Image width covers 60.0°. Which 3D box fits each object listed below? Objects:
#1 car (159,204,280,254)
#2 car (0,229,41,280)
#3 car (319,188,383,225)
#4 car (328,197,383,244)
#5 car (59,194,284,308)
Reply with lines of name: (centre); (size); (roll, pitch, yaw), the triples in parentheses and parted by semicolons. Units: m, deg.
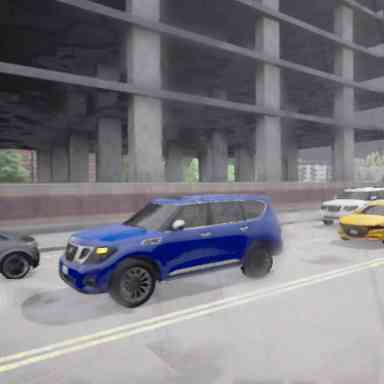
car: (1.190, 1.319, 13.250); (4.674, 1.442, 1.812); (-1, 1, -34)
car: (-6.078, 1.540, 8.301); (4.181, 1.385, 1.994); (-1, 1, -34)
car: (9.707, 0.800, 19.052); (5.566, 2.045, 2.150); (-1, 1, -34)
car: (8.060, 1.159, 13.697); (5.008, 1.535, 1.882); (-1, 1, -34)
car: (-0.201, 1.110, 8.065); (5.566, 2.045, 2.150); (-1, 1, -34)
